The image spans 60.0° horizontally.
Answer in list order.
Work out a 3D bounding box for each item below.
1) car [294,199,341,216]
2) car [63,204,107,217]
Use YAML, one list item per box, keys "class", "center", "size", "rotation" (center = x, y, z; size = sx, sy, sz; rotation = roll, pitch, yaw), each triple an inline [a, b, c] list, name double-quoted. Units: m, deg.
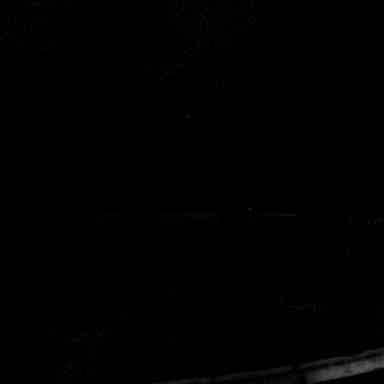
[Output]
- class: "car"
  center: [12.577, 1.506, 33.468]
  size: [2.097, 1.767, 4.553]
  rotation: [0, -1, -41]
- class: "car"
  center: [-12.254, 2.078, 38.144]
  size: [4.718, 1.301, 1.895]
  rotation: [0, -1, -23]
